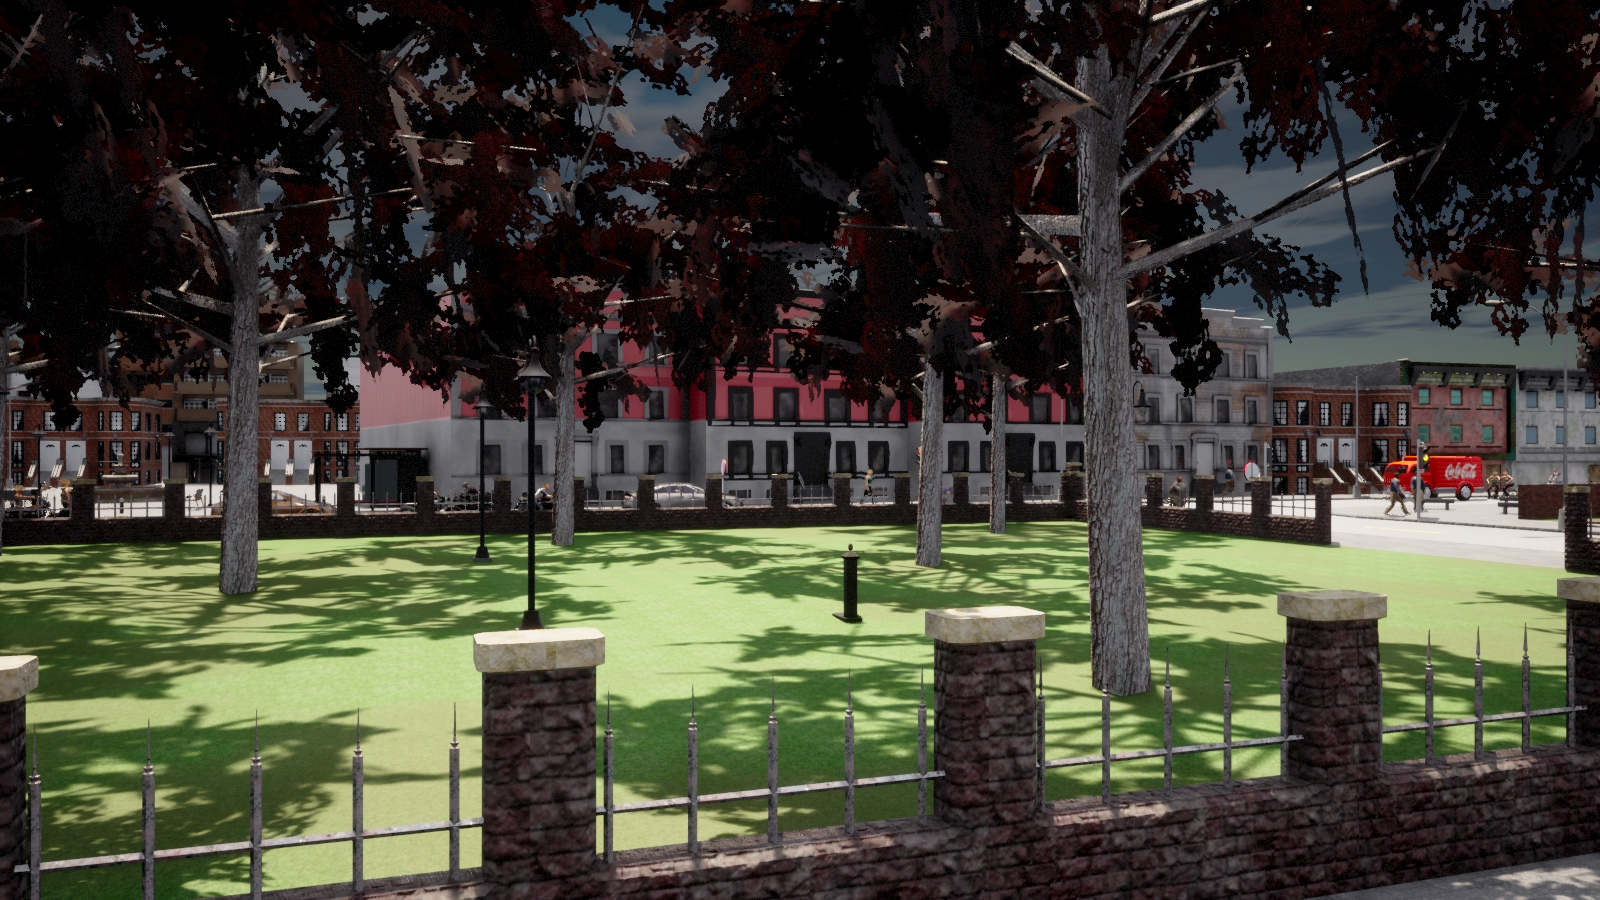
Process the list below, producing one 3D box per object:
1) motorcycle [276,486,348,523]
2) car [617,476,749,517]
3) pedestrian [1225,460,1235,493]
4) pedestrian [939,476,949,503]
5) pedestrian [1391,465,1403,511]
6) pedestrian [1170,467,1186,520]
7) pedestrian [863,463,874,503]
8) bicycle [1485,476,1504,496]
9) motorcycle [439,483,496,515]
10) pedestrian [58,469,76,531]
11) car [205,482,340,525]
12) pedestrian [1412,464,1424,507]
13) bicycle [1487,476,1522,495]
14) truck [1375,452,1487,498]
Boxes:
[{"bbox_3d":[-17.611,1.950,41.298,2.356,1.277,0.764,0,0,-19],"label":"motorcycle"},{"bbox_3d":[-4.677,1.827,45.707,4.902,1.511,2.128,0,0,-19],"label":"car"},{"bbox_3d":[24.509,1.523,65.170,0.375,1.860,0.375,0,0,-19],"label":"pedestrian"},{"bbox_3d":[6.929,1.909,54.914,0.375,1.300,0.375,0,0,-19],"label":"pedestrian"},{"bbox_3d":[23.942,1.518,45.827,0.375,1.860,0.375,0,0,32],"label":"pedestrian"},{"bbox_3d":[13.310,1.525,40.229,0.375,1.860,0.375,0,0,-20],"label":"pedestrian"},{"bbox_3d":[3.268,1.577,54.655,0.375,1.860,0.375,0,0,39],"label":"pedestrian"},{"bbox_3d":[39.299,2.036,64.656,0.859,1.080,1.487,0,0,35],"label":"bicycle"},{"bbox_3d":[-13.662,1.985,46.883,2.209,1.251,0.867,0,0,-19],"label":"motorcycle"},{"bbox_3d":[-22.205,1.523,34.630,0.375,1.860,0.375,0,0,-19],"label":"pedestrian"},{"bbox_3d":[-18.776,1.899,40.895,4.181,1.385,1.994,0,0,-18],"label":"car"},{"bbox_3d":[26.680,1.517,49.313,0.375,1.860,0.375,0,0,15],"label":"pedestrian"},{"bbox_3d":[40.458,2.036,65.608,1.487,1.080,0.859,0,0,1],"label":"bicycle"},{"bbox_3d":[35.004,1.348,63.458,5.204,2.467,2.627,0,0,-19],"label":"truck"}]
